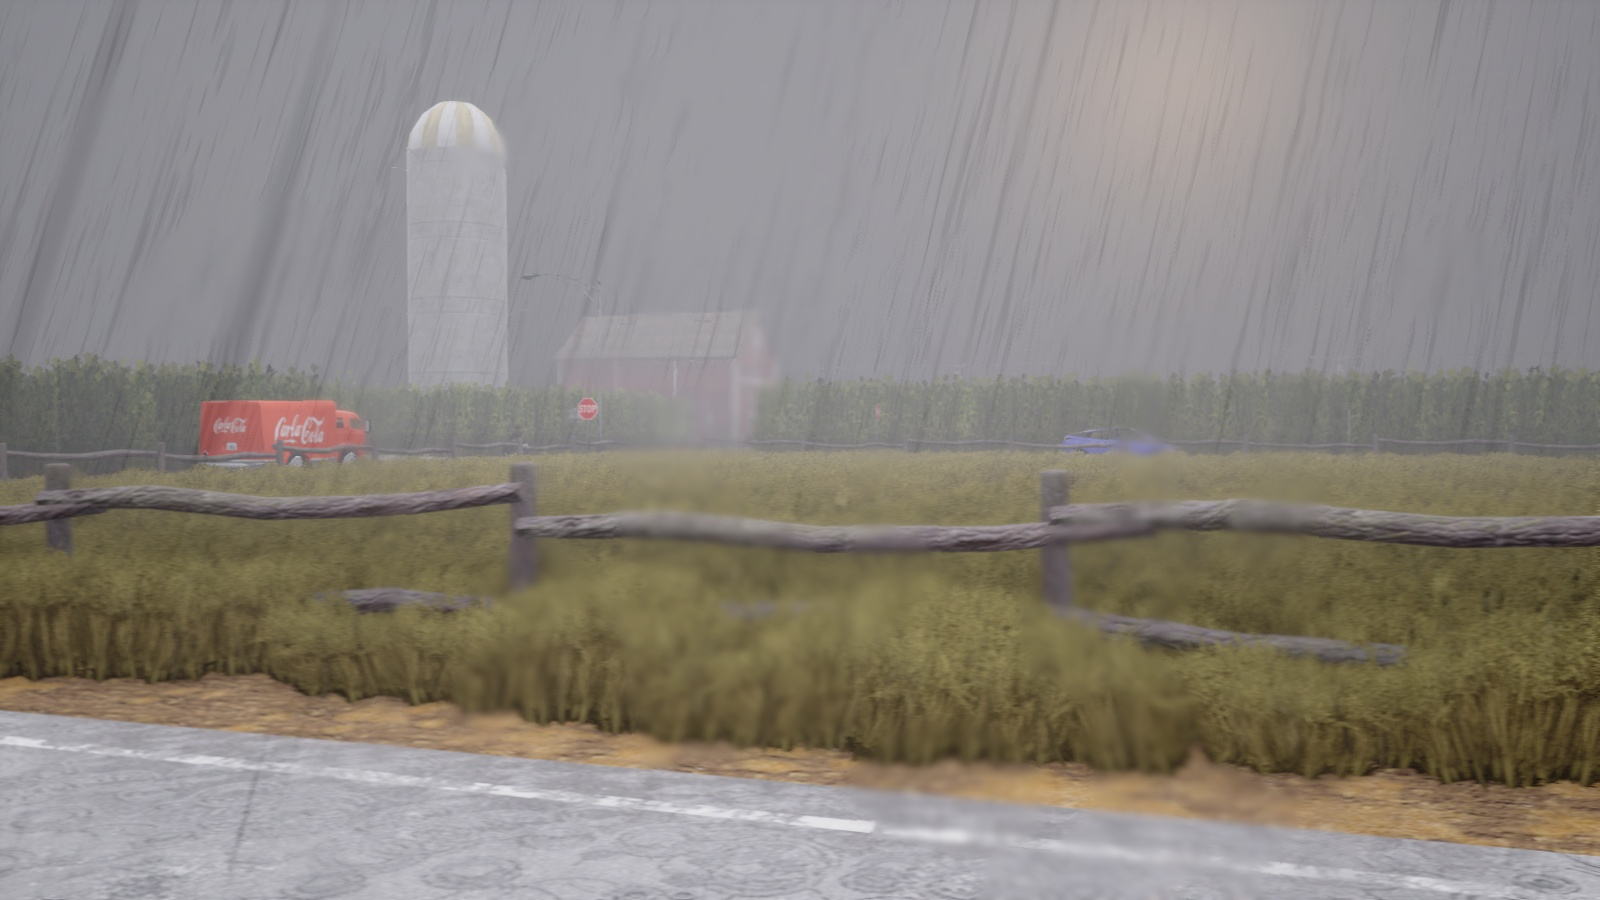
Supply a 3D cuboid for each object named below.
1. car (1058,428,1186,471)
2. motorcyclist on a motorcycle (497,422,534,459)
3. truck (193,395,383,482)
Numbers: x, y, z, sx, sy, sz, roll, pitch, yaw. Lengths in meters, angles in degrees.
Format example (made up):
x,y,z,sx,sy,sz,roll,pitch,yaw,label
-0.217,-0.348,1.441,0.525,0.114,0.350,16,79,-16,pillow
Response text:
x,y,z,sx,sy,sz,roll,pitch,yaw,label
12.219,-0.029,47.614,4.514,1.525,2.007,1,1,19,car
-13.240,-0.451,58.364,0.766,1.649,2.350,-3,3,-36,motorcyclist on a motorcycle
-15.572,-0.381,38.567,2.627,2.467,5.204,1,1,19,truck
